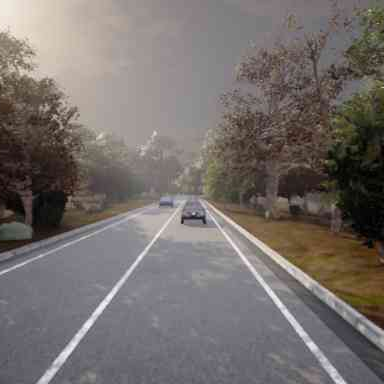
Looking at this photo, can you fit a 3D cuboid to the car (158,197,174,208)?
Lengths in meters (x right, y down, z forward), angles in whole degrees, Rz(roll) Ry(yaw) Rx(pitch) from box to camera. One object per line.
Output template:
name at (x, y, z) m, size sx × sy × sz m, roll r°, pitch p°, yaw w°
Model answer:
car at (-3.561, 1.386, 46.411) m, size 1.882 × 1.535 × 5.008 m, roll 0°, pitch 0°, yaw 0°

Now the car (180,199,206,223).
car at (0.098, 1.512, 25.074) m, size 2.033 × 1.411 × 5.357 m, roll 0°, pitch 0°, yaw 0°
